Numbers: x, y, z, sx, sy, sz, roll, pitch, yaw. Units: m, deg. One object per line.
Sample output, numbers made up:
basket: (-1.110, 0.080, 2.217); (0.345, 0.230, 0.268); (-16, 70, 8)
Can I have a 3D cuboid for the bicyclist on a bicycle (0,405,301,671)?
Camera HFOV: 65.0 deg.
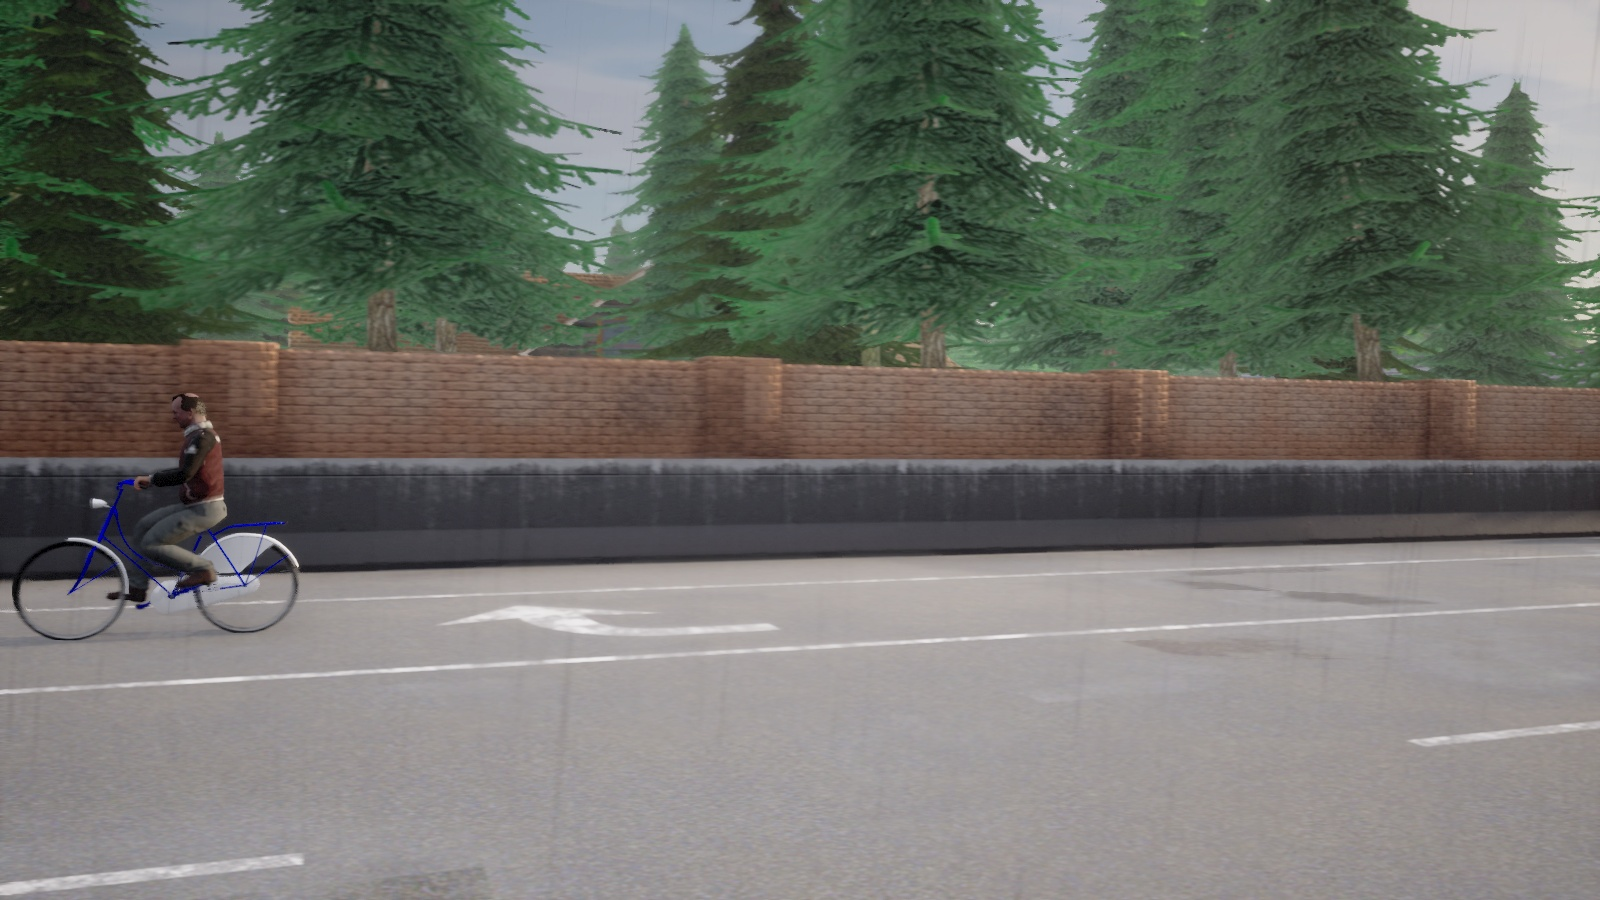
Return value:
bicyclist on a bicycle: (-4.580, 0.572, 8.985); (1.843, 1.776, 0.659); (-1, 1, -21)
